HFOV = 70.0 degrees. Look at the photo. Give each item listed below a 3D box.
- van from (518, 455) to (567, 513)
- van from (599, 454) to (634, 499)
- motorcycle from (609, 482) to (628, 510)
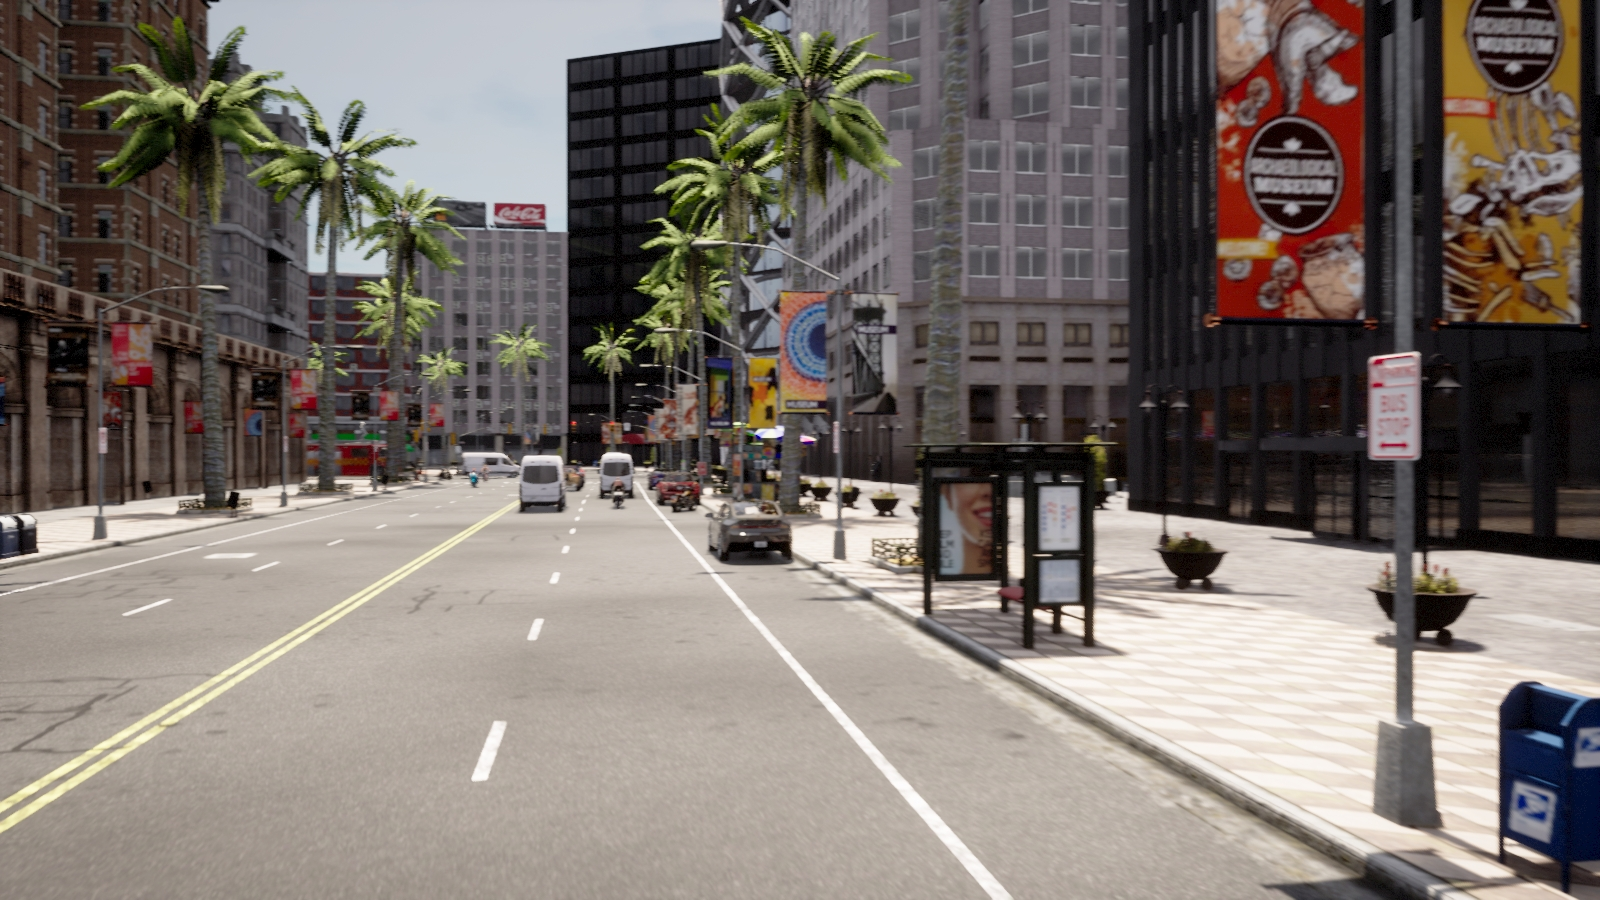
[{"bbox_3d":[-12.215,1.547,54.473,1.988,2.561,5.915,0,0,-10],"label":"van"},{"bbox_3d":[-11.022,1.546,68.674,1.988,2.561,5.915,0,0,-9],"label":"van"},{"bbox_3d":[-8.861,2.214,55.652,0.867,1.251,2.209,0,0,-10],"label":"motorcycle"}]
